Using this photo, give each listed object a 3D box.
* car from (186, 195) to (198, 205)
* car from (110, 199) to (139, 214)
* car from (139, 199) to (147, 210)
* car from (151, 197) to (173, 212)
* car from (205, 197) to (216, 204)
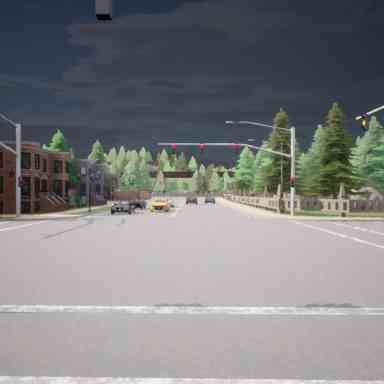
[{"bbox_3d":[-0.064,1.352,60.148,2.097,1.767,4.553,0,0,0],"label":"car"},{"bbox_3d":[-7.135,1.564,34.778,1.994,1.385,4.181,0,0,0],"label":"car"},{"bbox_3d":[-7.133,1.601,43.531,1.895,1.301,4.718,0,0,0],"label":"car"},{"bbox_3d":[-3.635,1.478,38.754,1.882,1.535,5.008,0,0,0],"label":"car"},{"bbox_3d":[3.531,1.564,65.129,1.994,1.385,4.181,0,0,0],"label":"car"}]
